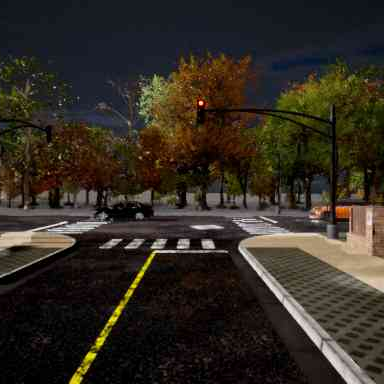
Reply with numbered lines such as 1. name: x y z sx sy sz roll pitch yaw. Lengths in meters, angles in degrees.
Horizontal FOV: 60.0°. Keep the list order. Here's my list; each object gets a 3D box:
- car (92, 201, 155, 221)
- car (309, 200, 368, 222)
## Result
1. car: -5.387 1.493 26.294 4.892 1.490 1.837 0 0 0
2. car: 11.717 1.402 26.352 4.553 1.767 2.097 0 0 0
